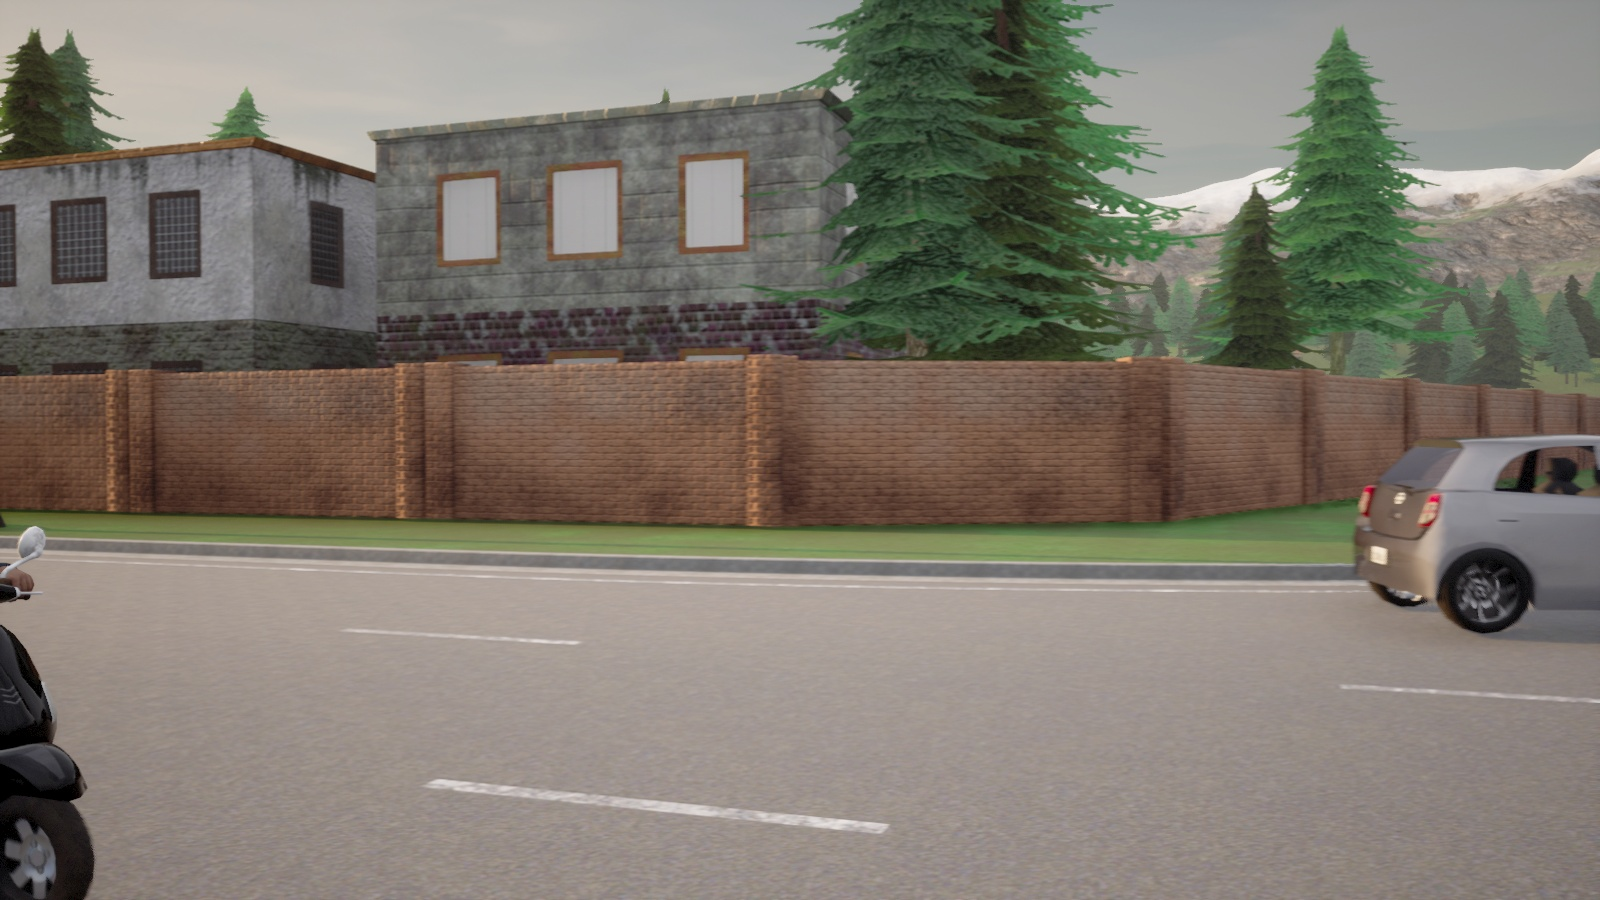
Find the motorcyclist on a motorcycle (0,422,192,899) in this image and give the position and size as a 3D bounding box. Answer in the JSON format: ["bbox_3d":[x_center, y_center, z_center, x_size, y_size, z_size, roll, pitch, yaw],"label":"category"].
[{"bbox_3d":[-3.113,0.700,4.240,1.817,1.590,0.866,1,1,19],"label":"motorcyclist on a motorcycle"}]

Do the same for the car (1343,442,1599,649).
[{"bbox_3d":[6.592,0.703,10.124,3.633,1.501,1.845,0,1,4],"label":"car"}]
